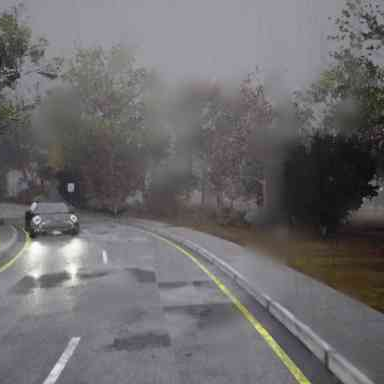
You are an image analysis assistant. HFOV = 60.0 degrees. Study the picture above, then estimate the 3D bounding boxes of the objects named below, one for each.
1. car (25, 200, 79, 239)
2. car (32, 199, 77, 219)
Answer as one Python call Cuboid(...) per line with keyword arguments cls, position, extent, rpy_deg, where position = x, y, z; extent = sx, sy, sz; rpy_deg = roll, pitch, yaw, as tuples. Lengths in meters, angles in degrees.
Cuboid(cls="car", position=(-7.158, 1.220, 16.817), extent=(2.097, 1.767, 4.553), rpy_deg=(0, 0, -30))
Cuboid(cls="car", position=(-11.194, 1.304, 26.989), extent=(1.994, 1.385, 4.181), rpy_deg=(0, 1, -44))
